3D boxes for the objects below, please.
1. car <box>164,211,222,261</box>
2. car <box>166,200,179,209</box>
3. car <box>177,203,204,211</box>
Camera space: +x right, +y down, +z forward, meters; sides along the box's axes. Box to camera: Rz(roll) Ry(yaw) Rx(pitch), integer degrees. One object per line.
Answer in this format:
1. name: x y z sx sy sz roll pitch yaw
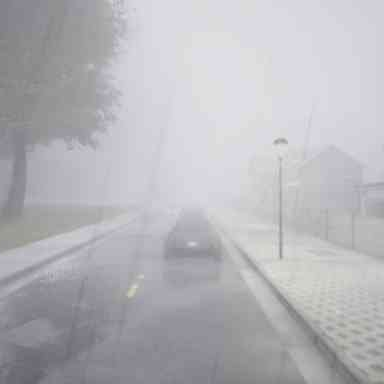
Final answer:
1. car: 0.044 1.637 12.623 1.994 1.385 4.181 0 0 1
2. car: -2.815 1.876 50.106 1.994 1.385 4.181 0 -1 1
3. car: 0.031 1.760 26.943 1.895 1.301 4.718 0 0 1
